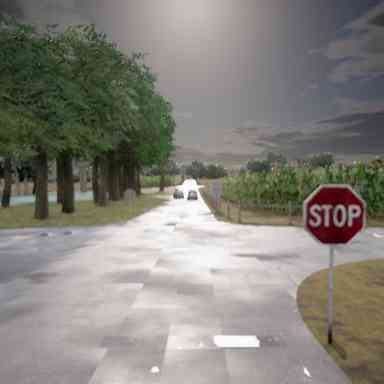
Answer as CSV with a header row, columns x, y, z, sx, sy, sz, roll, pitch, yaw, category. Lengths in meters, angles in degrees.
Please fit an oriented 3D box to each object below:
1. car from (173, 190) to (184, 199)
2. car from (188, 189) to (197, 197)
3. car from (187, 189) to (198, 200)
x,y,z,sx,sy,sz,roll,pitch,yaw,category
-2.632,0.407,65.820,2.097,1.767,4.553,0,2,0,car
0.128,0.176,71.607,1.882,1.535,5.008,0,2,0,car
0.110,0.744,61.620,1.994,1.385,4.181,0,2,0,car
